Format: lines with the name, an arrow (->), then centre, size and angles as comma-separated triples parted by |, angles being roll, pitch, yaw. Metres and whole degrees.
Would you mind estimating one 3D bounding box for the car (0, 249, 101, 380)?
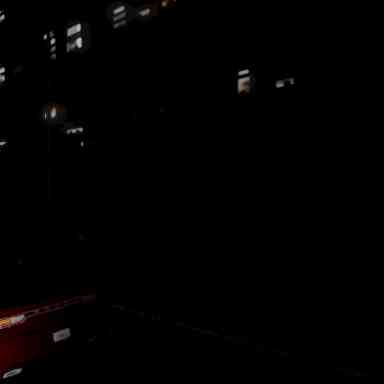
car -> -3.380, 1.599, 5.291 | 4.507, 1.381, 1.887 | -1, -1, 35
